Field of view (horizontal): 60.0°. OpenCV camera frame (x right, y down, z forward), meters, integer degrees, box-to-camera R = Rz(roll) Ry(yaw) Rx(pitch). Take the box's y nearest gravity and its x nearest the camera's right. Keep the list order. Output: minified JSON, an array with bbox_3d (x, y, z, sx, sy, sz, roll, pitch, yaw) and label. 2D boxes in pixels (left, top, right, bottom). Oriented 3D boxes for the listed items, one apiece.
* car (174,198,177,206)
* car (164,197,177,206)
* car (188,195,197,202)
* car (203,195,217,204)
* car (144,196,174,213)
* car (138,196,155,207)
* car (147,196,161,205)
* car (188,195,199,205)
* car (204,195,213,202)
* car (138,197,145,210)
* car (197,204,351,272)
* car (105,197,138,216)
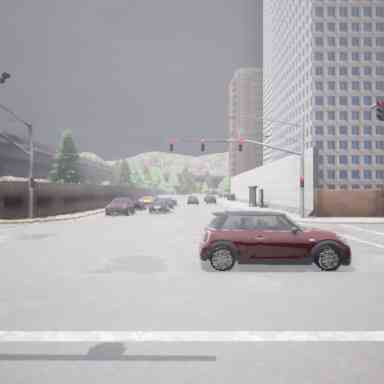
[{"bbox_3d":[-3.525,1.557,45.358,1.994,1.385,4.181,0,0,-1],"label":"car"},{"bbox_3d":[-3.488,1.592,55.340,1.895,1.301,4.718,0,0,0],"label":"car"},{"bbox_3d":[0.123,1.466,74.623,1.882,1.535,5.008,0,0,0],"label":"car"},{"bbox_3d":[3.703,1.495,64.098,1.837,1.490,4.892,0,0,0],"label":"car"},{"bbox_3d":[-3.530,1.486,36.438,2.128,1.511,4.902,0,0,0],"label":"car"},{"bbox_3d":[-7.005,1.470,51.356,1.882,1.535,5.008,0,0,0],"label":"car"},{"bbox_3d":[-6.965,1.468,61.429,1.882,1.535,5.008,0,0,1],"label":"car"},{"bbox_3d":[0.198,1.554,60.733,1.994,1.385,4.181,0,0,0],"label":"car"},{"bbox_3d":[3.621,1.489,74.494,1.837,1.490,4.892,0,0,0],"label":"car"},{"bbox_3d":[-7.026,1.594,41.840,1.895,1.301,4.718,0,0,0],"label":"car"},{"bbox_3d":[2.463,1.383,10.428,4.553,1.767,2.097,0,0,0],"label":"car"},{"bbox_3d":[-7.041,1.347,32.855,2.097,1.767,4.553,0,0,0],"label":"car"}]
